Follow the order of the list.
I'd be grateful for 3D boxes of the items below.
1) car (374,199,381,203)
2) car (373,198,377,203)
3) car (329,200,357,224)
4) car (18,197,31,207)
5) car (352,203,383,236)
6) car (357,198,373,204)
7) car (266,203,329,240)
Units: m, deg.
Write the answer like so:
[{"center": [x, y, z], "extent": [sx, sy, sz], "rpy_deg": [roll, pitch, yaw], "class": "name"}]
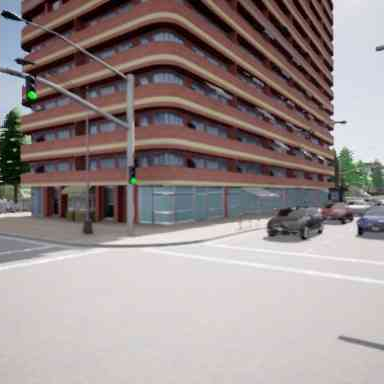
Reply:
[{"center": [15.572, 1.506, 25.643], "extent": [1.837, 1.490, 4.892], "rpy_deg": [0, 0, 35], "class": "car"}, {"center": [21.705, 1.509, 40.343], "extent": [1.837, 1.490, 4.892], "rpy_deg": [0, 0, 36], "class": "car"}, {"center": [10.793, 1.531, 24.927], "extent": [1.812, 1.442, 4.674], "rpy_deg": [0, 0, 35], "class": "car"}, {"center": [-22.588, 1.481, 46.953], "extent": [2.128, 1.511, 4.902], "rpy_deg": [0, 0, 36], "class": "car"}, {"center": [10.224, 1.527, 18.030], "extent": [1.812, 1.442, 4.674], "rpy_deg": [0, 0, 35], "class": "car"}, {"center": [15.975, 1.530, 32.286], "extent": [1.812, 1.442, 4.674], "rpy_deg": [0, 0, 35], "class": "car"}, {"center": [5.477, 1.510, 17.410], "extent": [1.837, 1.490, 4.892], "rpy_deg": [0, 0, 35], "class": "car"}]
